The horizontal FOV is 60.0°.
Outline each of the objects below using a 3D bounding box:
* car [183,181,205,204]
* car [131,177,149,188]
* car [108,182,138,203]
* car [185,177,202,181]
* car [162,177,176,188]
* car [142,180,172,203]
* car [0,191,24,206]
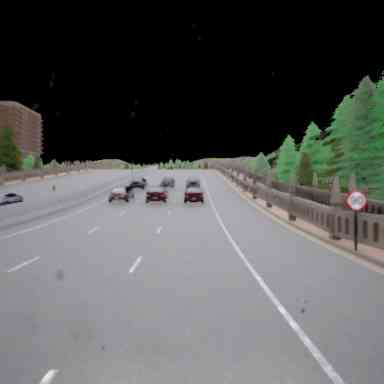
[{"bbox_3d":[0.185,0.160,31.744,1.882,1.535,5.008,0,6,0],"label":"car"},{"bbox_3d":[-6.836,-1.166,43.354,1.837,1.490,4.892,0,7,1],"label":"car"},{"bbox_3d":[-6.819,0.150,32.381,1.812,1.442,4.674,0,6,0],"label":"car"},{"bbox_3d":[0.164,-1.142,43.055,1.837,1.490,4.892,0,7,1],"label":"car"},{"bbox_3d":[-3.242,-1.359,45.254,2.033,1.411,5.357,0,7,0],"label":"car"},{"bbox_3d":[-3.311,0.098,32.361,1.882,1.535,5.008,0,6,0],"label":"car"},{"bbox_3d":[-13.957,0.730,24.134,1.812,1.442,4.674,0,4,0],"label":"car"}]
